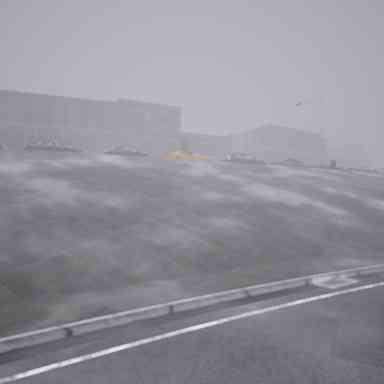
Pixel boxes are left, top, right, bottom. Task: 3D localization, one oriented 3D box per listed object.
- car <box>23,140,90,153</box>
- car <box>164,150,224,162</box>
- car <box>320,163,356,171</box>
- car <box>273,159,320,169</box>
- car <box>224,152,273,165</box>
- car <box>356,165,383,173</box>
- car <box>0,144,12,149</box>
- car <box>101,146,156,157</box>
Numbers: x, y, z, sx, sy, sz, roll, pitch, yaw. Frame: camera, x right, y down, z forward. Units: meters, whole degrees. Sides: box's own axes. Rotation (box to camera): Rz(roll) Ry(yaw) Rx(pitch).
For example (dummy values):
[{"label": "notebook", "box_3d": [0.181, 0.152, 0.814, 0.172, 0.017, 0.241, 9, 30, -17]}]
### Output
[{"label": "car", "box_3d": [-10.481, -3.179, 25.946, 4.892, 1.521, 2.231, 1, -3, -19]}, {"label": "car", "box_3d": [-0.090, -2.914, 29.831, 5.008, 1.535, 2.097, 2, -3, -21]}, {"label": "car", "box_3d": [15.271, -2.427, 36.540, 4.674, 1.452, 2.002, 2, -3, -25]}, {"label": "car", "box_3d": [10.261, -2.589, 34.228, 4.792, 1.488, 2.163, 2, -3, -24]}, {"label": "car", "box_3d": [5.019, -2.897, 31.935, 4.553, 1.767, 2.185, 2, -3, -22]}, {"label": "car", "box_3d": [20.142, -2.310, 38.918, 4.892, 1.521, 2.231, 2, -3, -26]}, {"label": "car", "box_3d": [-15.705, -3.284, 24.166, 4.892, 1.521, 2.231, 1, -3, -19]}, {"label": "car", "box_3d": [-5.265, -3.012, 27.831, 4.674, 1.452, 2.002, 1, -3, -20]}]
